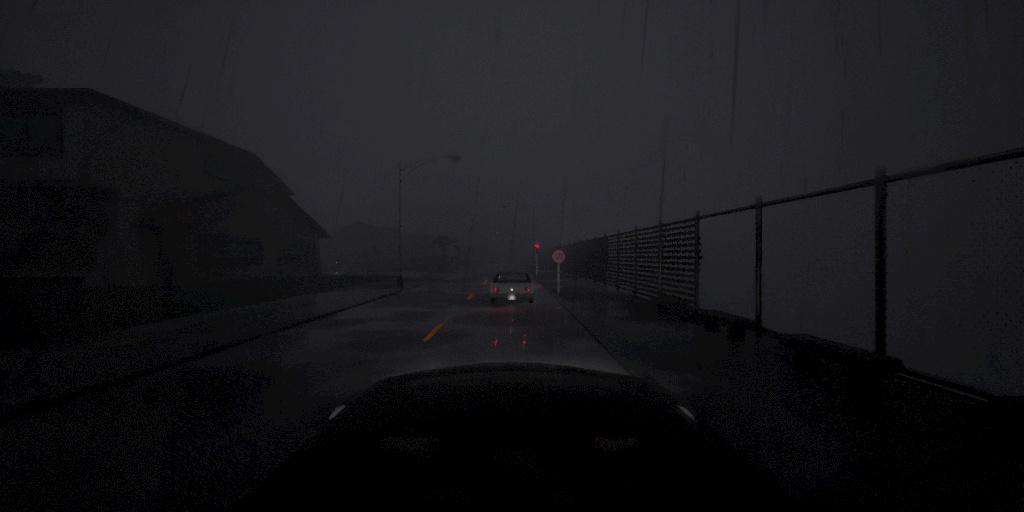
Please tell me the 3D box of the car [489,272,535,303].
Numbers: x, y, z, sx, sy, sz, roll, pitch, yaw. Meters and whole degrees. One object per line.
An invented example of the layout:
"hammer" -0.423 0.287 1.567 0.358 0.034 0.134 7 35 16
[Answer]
"car" 0.000 1.365 16.530 1.895 1.301 4.718 0 0 0

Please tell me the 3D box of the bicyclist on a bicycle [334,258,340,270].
"bicyclist on a bicycle" -24.057 1.097 49.372 0.582 1.620 1.656 0 0 0
